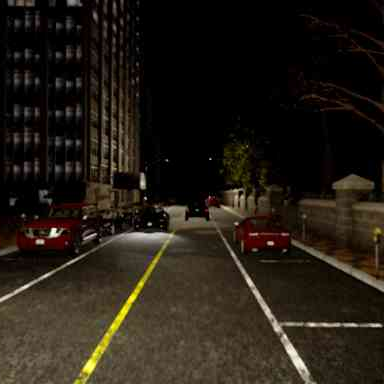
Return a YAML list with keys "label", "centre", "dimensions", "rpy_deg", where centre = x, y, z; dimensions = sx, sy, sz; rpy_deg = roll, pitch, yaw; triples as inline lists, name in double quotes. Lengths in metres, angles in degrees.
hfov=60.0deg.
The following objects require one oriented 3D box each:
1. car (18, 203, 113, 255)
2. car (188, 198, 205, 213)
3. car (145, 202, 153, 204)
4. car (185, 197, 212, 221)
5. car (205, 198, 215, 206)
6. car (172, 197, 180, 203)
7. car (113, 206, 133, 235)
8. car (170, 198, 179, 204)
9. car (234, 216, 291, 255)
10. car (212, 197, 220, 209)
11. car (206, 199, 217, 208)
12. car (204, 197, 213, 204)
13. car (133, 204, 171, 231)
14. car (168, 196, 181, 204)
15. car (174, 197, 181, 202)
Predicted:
- label: "car"
  centre: [-5.133, 1.400, 13.834]
  dimensions: [2.192, 1.841, 5.009]
  rpy_deg: [0, 0, 1]
- label: "car"
  centre: [0.639, 1.639, 42.678]
  dimensions: [2.097, 1.767, 4.553]
  rpy_deg: [0, 0, 1]
- label: "car"
  centre: [-4.816, 1.756, 35.769]
  dimensions: [1.752, 1.417, 4.829]
  rpy_deg: [0, 0, 1]
- label: "car"
  centre: [0.477, 1.557, 29.912]
  dimensions: [2.097, 1.767, 4.553]
  rpy_deg: [0, 0, 1]
- label: "car"
  centre: [3.469, 1.951, 63.629]
  dimensions: [1.752, 1.417, 4.829]
  rpy_deg: [0, 0, 1]
- label: "car"
  centre: [-4.093, 2.087, 85.680]
  dimensions: [2.008, 1.369, 4.403]
  rpy_deg: [0, 0, 1]
- label: "car"
  centre: [-5.053, 1.673, 19.359]
  dimensions: [2.008, 1.369, 4.403]
  rpy_deg: [0, 0, 1]
- label: "car"
  centre: [-4.173, 2.070, 80.154]
  dimensions: [1.947, 1.339, 4.313]
  rpy_deg: [0, 0, 1]
- label: "car"
  centre: [2.746, 1.648, 13.718]
  dimensions: [1.887, 1.381, 4.507]
  rpy_deg: [0, 0, 1]
- label: "car"
  centre: [3.307, 1.670, 52.407]
  dimensions: [2.192, 1.841, 5.009]
  rpy_deg: [0, 0, 1]
- label: "car"
  centre: [3.387, 1.972, 57.932]
  dimensions: [1.802, 1.307, 4.206]
  rpy_deg: [0, 0, 1]
- label: "car"
  centre: [3.627, 1.931, 74.513]
  dimensions: [1.967, 1.590, 4.097]
  rpy_deg: [0, 0, 1]
- label: "car"
  centre: [-2.458, 1.709, 21.485]
  dimensions: [1.994, 1.385, 4.181]
  rpy_deg: [0, 0, 1]
- label: "car"
  centre: [-4.253, 1.787, 74.628]
  dimensions: [2.192, 1.841, 5.009]
  rpy_deg: [0, 0, 1]
- label: "car"
  centre: [-4.013, 2.150, 91.207]
  dimensions: [1.802, 1.307, 4.206]
  rpy_deg: [0, 0, 1]
